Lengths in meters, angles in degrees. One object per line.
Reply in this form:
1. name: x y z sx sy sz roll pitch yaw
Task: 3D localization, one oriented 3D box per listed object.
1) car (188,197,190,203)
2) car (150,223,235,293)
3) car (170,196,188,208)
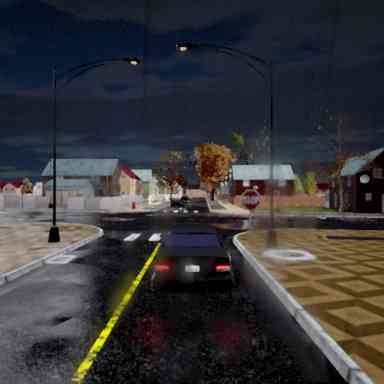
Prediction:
1. car: -1.434 1.589 69.084 1.837 1.490 4.892 0 -1 2
2. car: 0.030 1.550 9.019 2.033 1.411 5.357 0 0 1
3. car: -2.194 1.588 49.858 2.033 1.411 5.357 0 0 2
